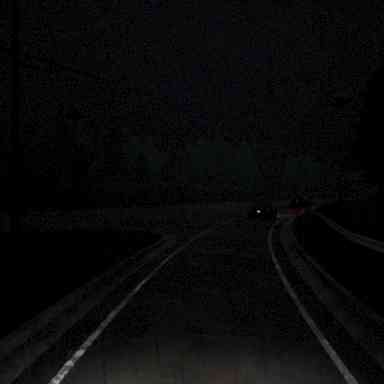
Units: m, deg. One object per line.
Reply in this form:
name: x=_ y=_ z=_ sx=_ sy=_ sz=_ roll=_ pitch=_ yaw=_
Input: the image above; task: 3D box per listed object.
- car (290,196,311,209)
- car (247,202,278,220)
car: x=14.810 y=1.325 z=45.194 sx=2.097 sy=1.767 sz=4.553 roll=0 pitch=0 yaw=30
car: x=6.024 y=1.540 z=28.178 sx=1.994 sy=1.385 sz=4.181 roll=0 pitch=0 yaw=22
